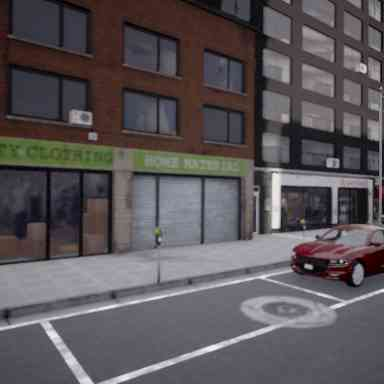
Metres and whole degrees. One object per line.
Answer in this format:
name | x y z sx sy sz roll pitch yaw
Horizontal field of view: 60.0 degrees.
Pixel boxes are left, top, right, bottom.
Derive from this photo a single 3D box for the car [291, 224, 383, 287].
car | 4.739 1.638 9.594 4.507 1.381 1.887 1 0 -36
